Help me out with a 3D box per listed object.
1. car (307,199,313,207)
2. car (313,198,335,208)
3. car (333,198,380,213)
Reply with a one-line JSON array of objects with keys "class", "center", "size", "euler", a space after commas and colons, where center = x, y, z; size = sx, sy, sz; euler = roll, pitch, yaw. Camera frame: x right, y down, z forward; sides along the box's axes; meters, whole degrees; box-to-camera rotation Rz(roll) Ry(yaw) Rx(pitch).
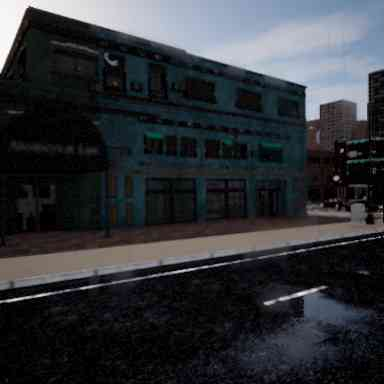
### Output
[{"class": "car", "center": [17.614, 1.718, 53.713], "size": [1.802, 1.307, 4.206], "euler": [-2, 0, -35]}, {"class": "car", "center": [20.824, 1.623, 49.204], "size": [2.008, 1.369, 4.403], "euler": [-2, 0, -35]}, {"class": "car", "center": [18.741, 1.661, 37.476], "size": [1.947, 1.339, 4.313], "euler": [-2, 0, -35]}]
